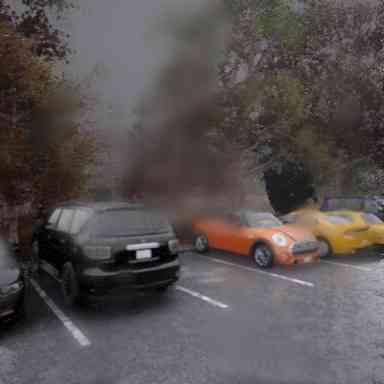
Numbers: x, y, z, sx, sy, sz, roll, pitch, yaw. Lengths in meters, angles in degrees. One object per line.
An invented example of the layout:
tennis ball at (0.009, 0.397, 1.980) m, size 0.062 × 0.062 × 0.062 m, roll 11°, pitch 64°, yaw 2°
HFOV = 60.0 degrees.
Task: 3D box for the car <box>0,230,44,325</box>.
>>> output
car at (-4.706, 1.479, 6.710) m, size 2.097 × 1.535 × 5.008 m, roll 1°, pitch 0°, yaw -36°

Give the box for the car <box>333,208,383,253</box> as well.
car at (4.382, 1.517, 13.181) m, size 2.097 × 1.535 × 5.008 m, roll 0°, pitch 0°, yaw -36°

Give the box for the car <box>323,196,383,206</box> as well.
car at (9.030, 1.250, 16.468) m, size 2.435 × 2.045 × 5.566 m, roll 0°, pitch 0°, yaw -36°

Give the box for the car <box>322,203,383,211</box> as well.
car at (6.639, 1.506, 15.025) m, size 1.946 × 1.575 × 5.366 m, roll 0°, pitch 0°, yaw -36°

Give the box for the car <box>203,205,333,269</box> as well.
car at (2.093, 1.394, 11.593) m, size 2.185 × 1.767 × 4.553 m, roll 0°, pitch 0°, yaw -36°

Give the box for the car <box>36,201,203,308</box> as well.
car at (-2.447, 1.249, 8.350) m, size 2.435 × 2.045 × 5.566 m, roll 0°, pitch 0°, yaw -35°
